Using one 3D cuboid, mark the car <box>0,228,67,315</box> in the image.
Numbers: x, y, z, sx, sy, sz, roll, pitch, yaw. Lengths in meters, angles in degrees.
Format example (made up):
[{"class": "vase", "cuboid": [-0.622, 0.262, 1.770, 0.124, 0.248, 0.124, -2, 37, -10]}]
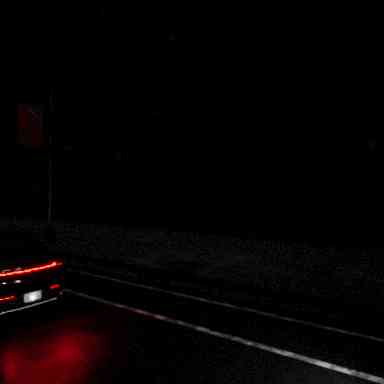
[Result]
[{"class": "car", "cuboid": [-4.634, 1.509, 6.995, 4.892, 1.490, 1.837, 0, 0, 36]}]
